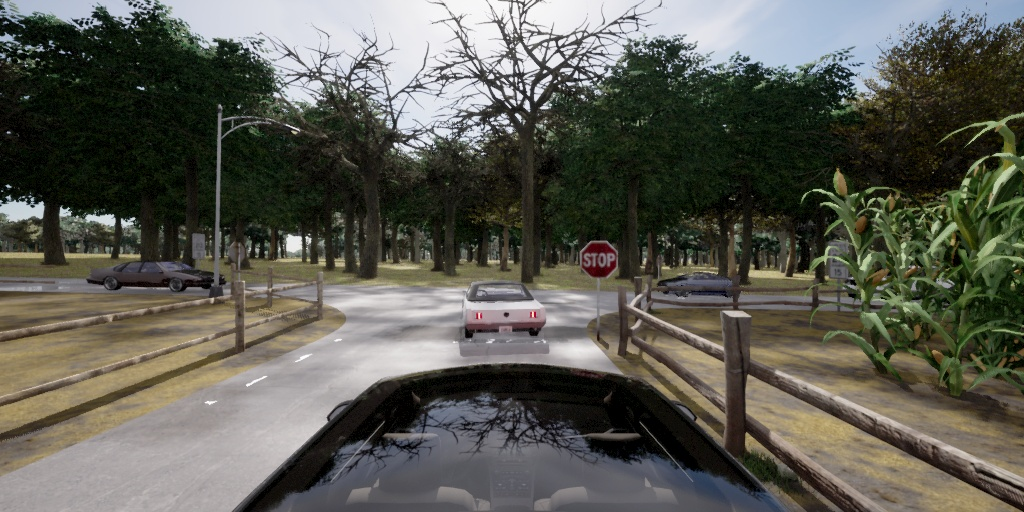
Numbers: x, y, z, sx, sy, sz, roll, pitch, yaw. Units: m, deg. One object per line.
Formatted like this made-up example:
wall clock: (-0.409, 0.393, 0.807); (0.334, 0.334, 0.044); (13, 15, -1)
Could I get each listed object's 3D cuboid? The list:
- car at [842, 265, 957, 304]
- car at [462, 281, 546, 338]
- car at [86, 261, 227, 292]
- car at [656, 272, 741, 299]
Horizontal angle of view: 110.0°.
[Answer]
car: (21.883, 1.522, 20.015); (5.566, 2.045, 2.150); (1, 0, 1)
car: (-0.458, 1.351, 10.221); (1.895, 1.301, 4.718); (0, 0, -8)
car: (-16.976, 0.924, 17.248); (5.357, 1.411, 2.033); (1, 0, 0)
car: (10.344, 1.591, 20.071); (4.181, 1.385, 1.994); (1, 0, 0)
